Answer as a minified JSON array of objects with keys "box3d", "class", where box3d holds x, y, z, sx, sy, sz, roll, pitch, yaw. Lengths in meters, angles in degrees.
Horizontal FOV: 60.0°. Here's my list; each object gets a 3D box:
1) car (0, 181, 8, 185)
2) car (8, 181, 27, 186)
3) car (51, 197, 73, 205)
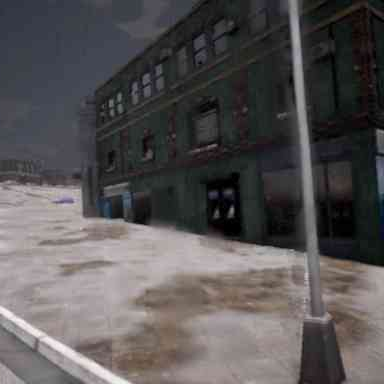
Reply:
[{"box3d":[-45.497,-1.886,75.794,2.097,1.535,5.008,-5,-3,22],"class":"car"},{"box3d":[-43.506,-1.872,80.948,2.185,1.767,4.553,-5,-3,21],"class":"car"},{"box3d":[-24.926,1.715,63.902,1.882,1.535,5.008,-4,-1,14],"class":"car"}]
